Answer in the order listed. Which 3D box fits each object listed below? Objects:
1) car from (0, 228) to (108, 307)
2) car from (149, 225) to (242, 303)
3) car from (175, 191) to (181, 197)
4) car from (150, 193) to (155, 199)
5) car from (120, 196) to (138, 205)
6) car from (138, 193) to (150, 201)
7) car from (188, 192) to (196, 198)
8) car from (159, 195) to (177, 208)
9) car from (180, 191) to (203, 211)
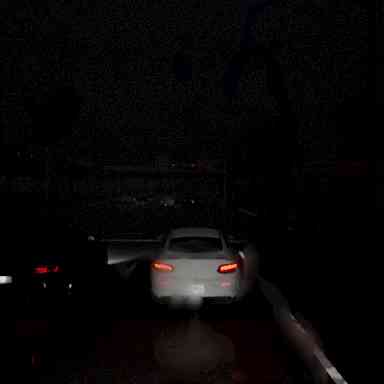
[{"bbox_3d":[-3.423,1.558,8.043,1.994,1.385,4.181,0,0,0],"label":"car"},{"bbox_3d":[0.077,1.520,8.089,1.812,1.442,4.674,0,0,0],"label":"car"},{"bbox_3d":[-3.545,0.842,87.077,1.994,1.385,4.181,0,1,0],"label":"car"},{"bbox_3d":[-10.543,0.916,83.915,1.994,1.385,4.181,0,1,0],"label":"car"},{"bbox_3d":[-10.604,1.364,54.656,1.812,1.442,4.674,0,1,0],"label":"car"},{"bbox_3d":[-10.535,1.243,69.133,1.895,1.301,4.718,0,1,0],"label":"car"},{"bbox_3d":[-0.045,0.837,86.662,2.033,1.411,5.357,0,1,0],"label":"car"},{"bbox_3d":[-3.436,1.444,45.696,1.812,1.442,4.674,0,0,0],"label":"car"},{"bbox_3d":[0.080,1.165,39.108,2.150,2.045,5.566,0,0,0],"label":"car"}]
